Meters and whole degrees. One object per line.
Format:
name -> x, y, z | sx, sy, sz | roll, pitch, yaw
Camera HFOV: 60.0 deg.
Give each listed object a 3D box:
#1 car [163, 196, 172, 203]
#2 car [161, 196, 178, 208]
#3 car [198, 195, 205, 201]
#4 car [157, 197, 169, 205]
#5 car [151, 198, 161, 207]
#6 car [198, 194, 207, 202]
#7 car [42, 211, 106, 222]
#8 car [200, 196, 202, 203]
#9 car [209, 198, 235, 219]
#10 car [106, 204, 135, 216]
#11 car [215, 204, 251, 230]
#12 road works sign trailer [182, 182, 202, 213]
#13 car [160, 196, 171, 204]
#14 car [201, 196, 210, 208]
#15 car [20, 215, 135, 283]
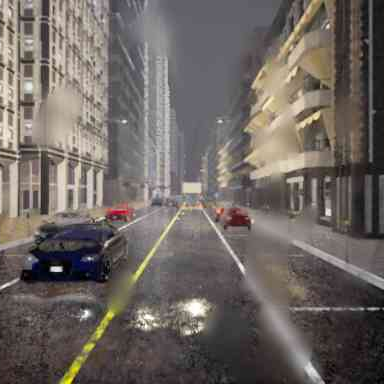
car -> -5.708, 1.743, 77.392 | 1.752, 1.417, 4.829 | 0, 0, 0
car -> -3.083, 1.624, 50.768 | 2.128, 1.511, 4.902 | 0, 0, 0
car -> 2.675, 1.732, 66.268 | 2.008, 1.369, 4.403 | 0, 0, 0
car -> -5.705, 1.731, 66.265 | 2.008, 1.369, 4.403 | 0, 0, 0
car -> -5.703, 1.711, 54.968 | 1.947, 1.339, 4.313 | 0, 0, 0
car -> 2.670, 1.573, 88.863 | 2.192, 1.841, 5.009 | 0, 0, 0
car -> -5.693, 1.588, 15.429 | 2.008, 1.369, 4.403 | 0, 0, 0
car -> 2.678, 1.712, 54.971 | 1.947, 1.339, 4.313 | 0, 0, 0
car -> 2.685, 1.507, 26.729 | 1.967, 1.590, 4.097 | 0, 0, 0
car -> -5.696, 1.611, 26.726 | 1.887, 1.381, 4.507 | 0, 0, 0
car -> 2.686, 1.634, 21.080 | 1.802, 1.307, 4.206 | 0, 0, 0
road works sign trailer -> -0.009, 0.565, 39.387 | 2.380, 3.560, 2.880 | 0, 0, 0
car -> -5.707, 1.639, 71.915 | 1.967, 1.590, 4.097 | 0, 0, 0
car -> 2.679, 1.655, 49.492 | 1.752, 1.417, 4.829 | 0, 0, 0
car -> -3.102, 1.586, 9.601 | 1.994, 1.385, 4.181 | 0, 0, 0
